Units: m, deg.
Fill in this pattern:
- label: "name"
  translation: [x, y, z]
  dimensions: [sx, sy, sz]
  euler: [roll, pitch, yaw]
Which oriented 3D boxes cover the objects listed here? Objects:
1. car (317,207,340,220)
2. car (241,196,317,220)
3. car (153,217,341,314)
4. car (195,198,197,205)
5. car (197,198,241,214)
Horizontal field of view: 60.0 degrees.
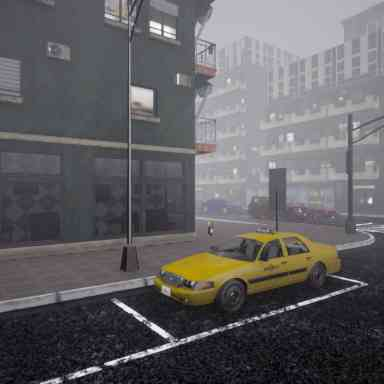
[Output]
- label: "car"
  translation: [9.071, 1.552, 26.256]
  dimensions: [1.895, 1.301, 4.718]
  euler: [0, 0, -37]
- label: "car"
  translation: [6.477, 1.264, 25.404]
  dimensions: [2.192, 1.841, 5.009]
  euler: [0, 0, -36]
- label: "car"
  translation: [1.475, 1.525, 7.612]
  dimensions: [4.829, 1.417, 1.752]
  euler: [0, 0, -35]
- label: "car"
  translation: [-0.024, 1.465, 48.674]
  dimensions: [1.802, 1.307, 4.206]
  euler: [0, 0, -36]
- label: "car"
  translation: [3.050, 1.397, 34.550]
  dimensions: [1.882, 1.535, 5.008]
  euler: [0, 0, -36]
